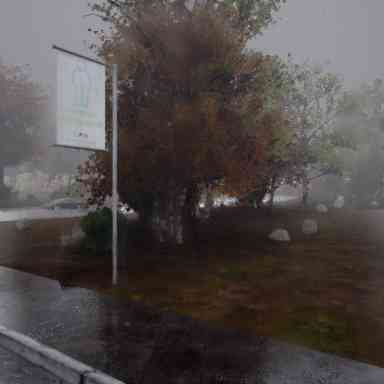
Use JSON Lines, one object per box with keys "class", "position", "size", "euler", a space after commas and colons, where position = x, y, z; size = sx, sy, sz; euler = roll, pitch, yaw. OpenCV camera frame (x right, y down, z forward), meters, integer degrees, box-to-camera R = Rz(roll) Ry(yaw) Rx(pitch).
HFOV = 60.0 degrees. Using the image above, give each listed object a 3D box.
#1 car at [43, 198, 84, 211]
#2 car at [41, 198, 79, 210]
{"class": "car", "position": [-15.564, 1.494, 40.519], "size": [1.837, 1.490, 4.892], "euler": [0, 0, 38]}
{"class": "car", "position": [-17.374, 1.550, 43.874], "size": [1.994, 1.385, 4.181], "euler": [0, 0, 38]}
